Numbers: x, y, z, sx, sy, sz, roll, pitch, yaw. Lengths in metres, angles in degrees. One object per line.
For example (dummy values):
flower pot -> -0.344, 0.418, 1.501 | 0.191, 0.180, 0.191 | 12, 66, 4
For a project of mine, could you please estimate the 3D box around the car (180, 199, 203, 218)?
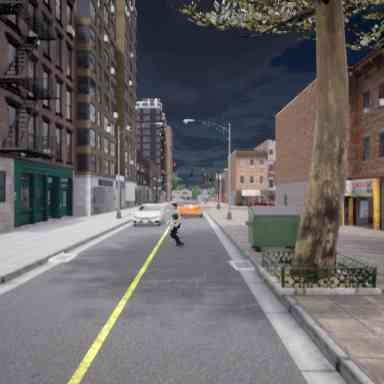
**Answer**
car -> -0.061, 1.442, 31.770 | 2.097, 1.767, 4.553 | 0, 0, 0

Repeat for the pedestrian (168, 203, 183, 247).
pedestrian -> -0.661, 1.296, 13.457 | 0.375, 1.860, 0.375 | 0, 0, -10

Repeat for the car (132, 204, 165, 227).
car -> -2.941, 1.562, 23.292 | 1.812, 1.442, 4.674 | 0, 0, 0

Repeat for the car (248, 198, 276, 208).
car -> 10.616, 1.843, 48.432 | 5.009, 1.841, 2.192 | 1, -1, 0

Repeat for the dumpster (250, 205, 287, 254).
dumpster -> 2.958, 1.395, 13.106 | 1.020, 1.700, 1.940 | 0, 0, 0

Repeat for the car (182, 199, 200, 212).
car -> -0.027, 1.685, 41.503 | 1.837, 1.490, 4.892 | 0, -1, 4
